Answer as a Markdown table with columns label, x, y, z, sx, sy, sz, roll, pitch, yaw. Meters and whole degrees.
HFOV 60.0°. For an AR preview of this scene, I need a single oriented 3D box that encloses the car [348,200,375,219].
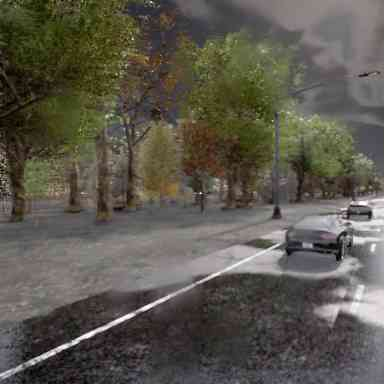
| label | x | y | z | sx | sy | sz | roll | pitch | yaw |
| --- | --- | --- | --- | --- | --- | --- | --- | --- | --- |
| car | 14.645 | 1.458 | 28.853 | 2.128 | 1.511 | 4.902 | 0 | 0 | 31 |

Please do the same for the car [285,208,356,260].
| label | x | y | z | sx | sy | sz | roll | pitch | yaw |
| --- | --- | --- | --- | --- | --- | --- | --- | --- | --- |
| car | 4.839 | 1.521 | 12.473 | 1.812 | 1.442 | 4.674 | 0 | 0 | 31 |
